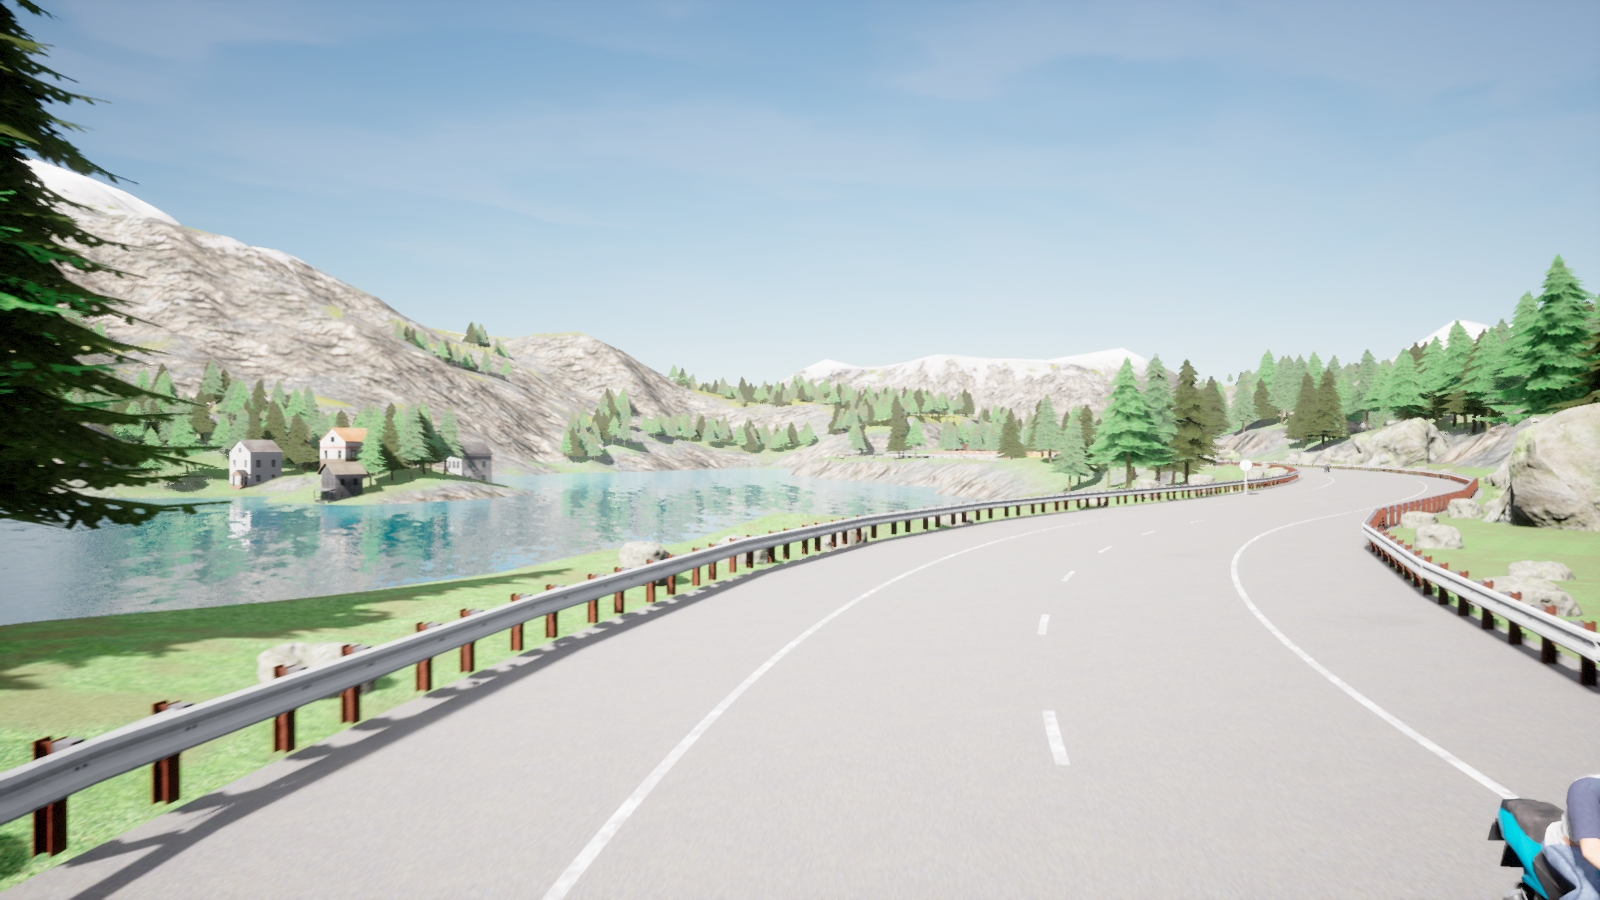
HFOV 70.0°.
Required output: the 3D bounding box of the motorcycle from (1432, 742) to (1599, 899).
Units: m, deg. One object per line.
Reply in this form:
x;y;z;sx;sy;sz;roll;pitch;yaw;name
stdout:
3.701;2.178;5.084;0.803;1.217;2.033;1;0;5;motorcycle
